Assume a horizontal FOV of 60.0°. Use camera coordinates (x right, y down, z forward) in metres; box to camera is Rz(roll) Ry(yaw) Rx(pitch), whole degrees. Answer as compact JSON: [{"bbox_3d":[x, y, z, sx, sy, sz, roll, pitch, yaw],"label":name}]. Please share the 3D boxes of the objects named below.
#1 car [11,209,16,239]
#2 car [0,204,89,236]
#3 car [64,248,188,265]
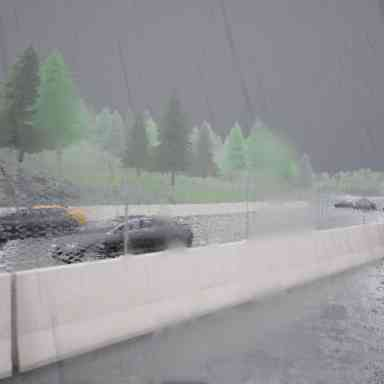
[{"bbox_3d":[-8.176,1.533,15.408,4.892,1.490,1.837,1,0,-37],"label":"car"},{"bbox_3d":[-8.792,1.518,19.336,5.008,1.535,1.882,1,0,-37],"label":"car"},{"bbox_3d":[-2.193,1.528,11.173,4.902,1.511,2.128,1,0,-37],"label":"car"}]
